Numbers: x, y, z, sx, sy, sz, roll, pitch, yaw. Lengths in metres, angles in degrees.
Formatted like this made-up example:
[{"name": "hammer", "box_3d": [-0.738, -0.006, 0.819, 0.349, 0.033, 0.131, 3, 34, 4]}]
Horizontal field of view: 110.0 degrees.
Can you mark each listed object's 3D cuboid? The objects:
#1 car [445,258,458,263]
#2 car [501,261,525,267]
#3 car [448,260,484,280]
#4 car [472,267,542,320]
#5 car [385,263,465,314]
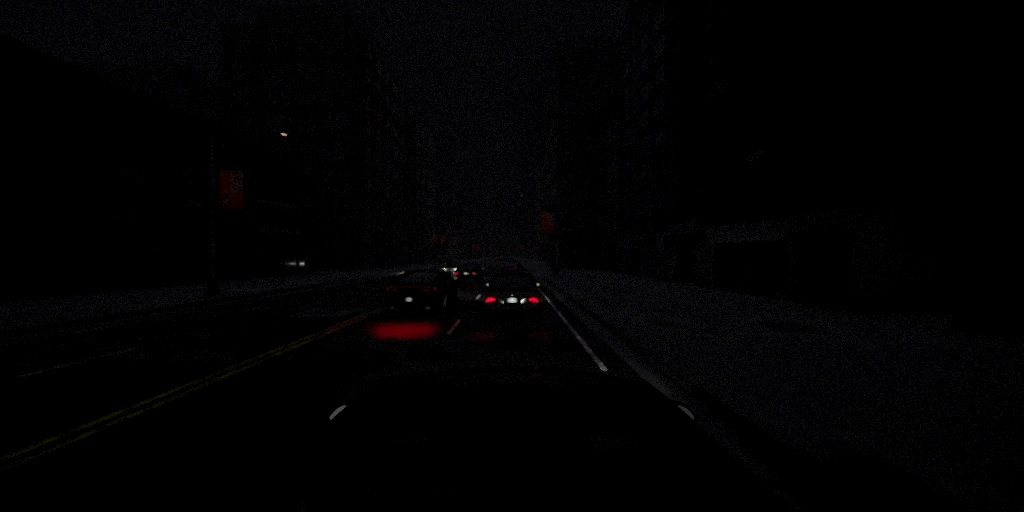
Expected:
[{"name": "car", "box_3d": [-9.790, 1.170, 59.008, 1.837, 1.490, 4.892, 0, 0, 1]}, {"name": "car", "box_3d": [0.061, 1.183, 30.845, 1.882, 1.535, 5.008, 0, 0, 1]}, {"name": "car", "box_3d": [-3.223, 1.259, 27.478, 2.033, 1.411, 5.357, 0, 0, 0]}, {"name": "car", "box_3d": [0.023, 1.281, 12.488, 2.033, 1.411, 5.357, 0, 0, 0]}, {"name": "car", "box_3d": [-3.214, 1.210, 13.742, 1.882, 1.535, 5.008, 0, 0, 1]}]
